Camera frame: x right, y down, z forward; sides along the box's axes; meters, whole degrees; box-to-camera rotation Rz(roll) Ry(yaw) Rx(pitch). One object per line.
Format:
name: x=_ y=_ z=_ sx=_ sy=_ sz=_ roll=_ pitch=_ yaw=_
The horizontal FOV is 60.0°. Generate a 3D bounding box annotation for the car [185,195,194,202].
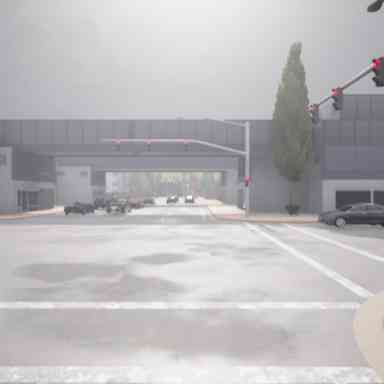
car: x=-0.447 y=1.456 z=74.539 sx=1.994 sy=1.385 sz=4.181 roll=0 pitch=0 yaw=0

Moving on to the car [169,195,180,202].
car: x=-3.947 y=1.438 z=74.632 sx=2.128 sy=1.511 sz=4.902 roll=0 pitch=0 yaw=0

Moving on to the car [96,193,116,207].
car: x=-11.214 y=1.218 z=43.654 sx=2.150 sy=2.045 sz=5.566 roll=0 pitch=0 yaw=0

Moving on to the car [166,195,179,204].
car: x=-4.004 y=1.542 z=64.945 sx=2.033 sy=1.411 sz=5.357 roll=0 pitch=0 yaw=0

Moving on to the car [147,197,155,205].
car: x=-7.620 y=1.596 z=57.855 sx=1.895 sy=1.301 sz=4.718 roll=0 pitch=0 yaw=1

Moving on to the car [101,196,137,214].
car: x=-7.760 y=1.488 z=35.666 sx=2.128 sy=1.511 sz=4.902 roll=0 pitch=0 yaw=1

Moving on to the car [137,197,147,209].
car: x=-7.712 y=1.474 z=45.170 sx=1.882 sy=1.535 sz=5.008 roll=0 pitch=0 yaw=0

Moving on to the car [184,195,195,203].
car: x=-0.497 y=1.558 z=66.254 sx=1.994 sy=1.385 sz=4.181 roll=0 pitch=0 yaw=0

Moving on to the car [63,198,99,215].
car: x=-11.285 y=1.598 z=33.705 sx=1.895 sy=1.301 sz=4.718 roll=0 pitch=0 yaw=0

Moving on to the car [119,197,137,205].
car: x=-11.116 y=1.542 z=58.191 sx=2.033 sy=1.411 sz=5.357 roll=0 pitch=0 yaw=1

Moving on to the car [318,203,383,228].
car: x=10.690 y=1.502 z=21.428 sx=4.892 sy=1.490 sz=1.837 roll=0 pitch=0 yaw=1
